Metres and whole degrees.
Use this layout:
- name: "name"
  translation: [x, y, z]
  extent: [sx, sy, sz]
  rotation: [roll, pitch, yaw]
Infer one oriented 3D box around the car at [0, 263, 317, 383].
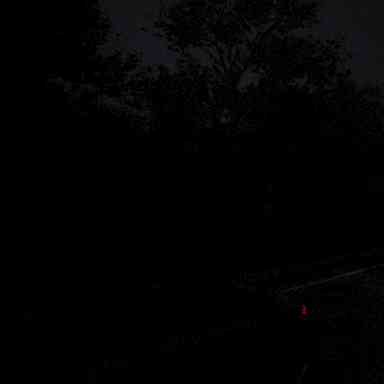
- name: "car"
  translation: [-0.560, 1.562, 3.592]
  extent: [4.181, 1.385, 1.994]
  rotation: [0, 0, -35]
